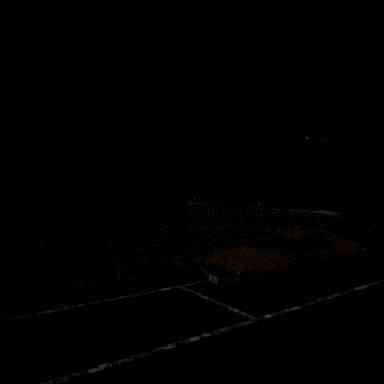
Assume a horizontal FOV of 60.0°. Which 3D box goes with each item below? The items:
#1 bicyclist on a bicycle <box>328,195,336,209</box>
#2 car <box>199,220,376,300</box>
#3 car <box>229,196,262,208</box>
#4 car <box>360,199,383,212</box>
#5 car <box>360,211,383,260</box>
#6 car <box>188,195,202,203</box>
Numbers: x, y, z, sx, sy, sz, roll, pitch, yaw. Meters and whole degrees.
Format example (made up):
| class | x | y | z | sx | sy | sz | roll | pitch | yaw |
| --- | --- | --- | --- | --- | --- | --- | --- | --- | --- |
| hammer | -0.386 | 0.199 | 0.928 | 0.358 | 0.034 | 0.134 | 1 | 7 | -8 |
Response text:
| class | x | y | z | sx | sy | sz | roll | pitch | yaw |
| --- | --- | --- | --- | --- | --- | --- | --- | --- | --- |
| bicyclist on a bicycle | 16.404 | 1.158 | 38.940 | 1.656 | 1.620 | 0.582 | 0 | 0 | -34 |
| car | 2.432 | 1.527 | 8.389 | 4.829 | 1.417 | 1.752 | 0 | 1 | -35 |
| car | 6.712 | 1.211 | 42.064 | 2.128 | 1.511 | 4.902 | 1 | 0 | -34 |
| car | 16.764 | 1.359 | 27.790 | 1.882 | 1.535 | 5.008 | 1 | 0 | -39 |
| car | 7.196 | 1.547 | 11.688 | 4.507 | 1.381 | 1.887 | 0 | 1 | -35 |
| car | -0.376 | 1.195 | 58.003 | 1.895 | 1.301 | 4.718 | 1 | 0 | -34 |
